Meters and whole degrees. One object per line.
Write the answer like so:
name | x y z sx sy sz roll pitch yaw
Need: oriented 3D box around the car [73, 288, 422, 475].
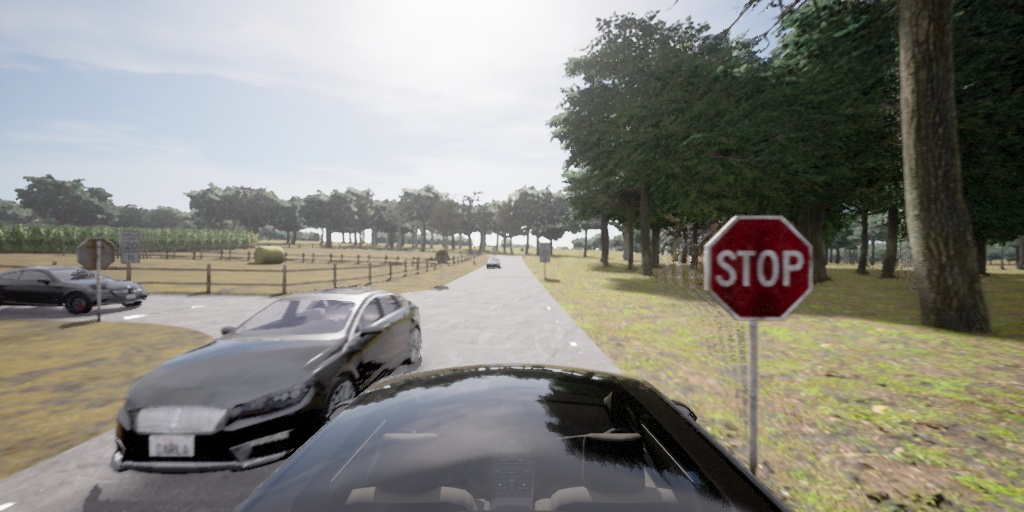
car | -2.720 1.283 5.336 2.128 1.511 4.902 0 0 0

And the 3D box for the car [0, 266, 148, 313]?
car | -15.205 1.083 12.088 4.674 1.442 1.812 1 0 -1

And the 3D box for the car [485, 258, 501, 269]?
car | -2.466 0.935 48.185 2.033 1.411 5.357 0 1 0
